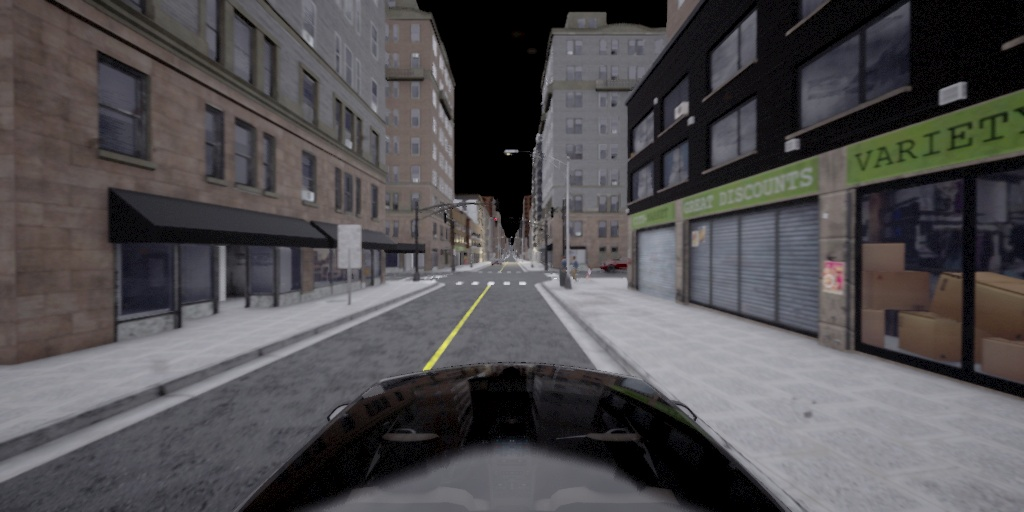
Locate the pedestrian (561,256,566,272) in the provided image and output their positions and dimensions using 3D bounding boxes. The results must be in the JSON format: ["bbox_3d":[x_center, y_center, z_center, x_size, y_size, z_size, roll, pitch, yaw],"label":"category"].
[{"bbox_3d":[3.621,0.868,25.169,0.375,1.860,0.375,0,0,0],"label":"pedestrian"}]

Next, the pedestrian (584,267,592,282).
[{"bbox_3d":[5.296,1.225,24.572,0.500,1.100,0.500,0,0,0],"label":"pedestrian"}]

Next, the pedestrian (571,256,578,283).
[{"bbox_3d":[4.241,0.863,23.969,0.375,1.860,0.375,0,0,0],"label":"pedestrian"}]

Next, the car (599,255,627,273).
[{"bbox_3d":[12.100,0.828,38.823,5.009,1.841,2.192,0,0,0],"label":"car"}]
